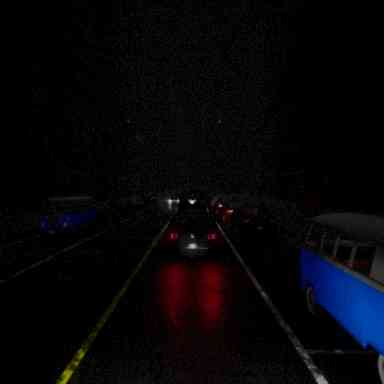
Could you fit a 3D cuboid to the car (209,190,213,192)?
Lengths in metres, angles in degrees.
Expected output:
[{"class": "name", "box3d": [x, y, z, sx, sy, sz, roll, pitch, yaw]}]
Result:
[{"class": "car", "box3d": [2.766, 0.808, 49.391, 1.887, 1.381, 4.507, 0, 1, 0]}]

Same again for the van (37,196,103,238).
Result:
[{"class": "van", "box3d": [-5.764, 1.104, 15.773, 1.690, 1.788, 3.998, 0, 1, 0]}]

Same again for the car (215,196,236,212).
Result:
[{"class": "car", "box3d": [2.763, 1.224, 21.386, 1.887, 1.381, 4.507, 0, 1, 0]}]

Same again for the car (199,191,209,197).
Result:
[{"class": "car", "box3d": [2.769, 0.401, 77.397, 2.008, 1.369, 4.403, 0, 1, 0]}]

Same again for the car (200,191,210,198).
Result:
[{"class": "car", "box3d": [2.768, 0.498, 71.796, 1.947, 1.339, 4.313, 0, 1, 0]}]

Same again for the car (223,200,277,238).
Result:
[{"class": "car", "box3d": [2.762, 1.307, 15.784, 1.887, 1.381, 4.507, 0, 1, 0]}]

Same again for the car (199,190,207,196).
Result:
[{"class": "car", "box3d": [2.769, 0.290, 83.168, 1.752, 1.417, 4.829, 0, 1, 0]}]

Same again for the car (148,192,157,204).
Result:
[{"class": "car", "box3d": [-5.761, 0.786, 43.783, 1.967, 1.590, 4.097, 0, 1, 0]}]

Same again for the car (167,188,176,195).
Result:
[{"class": "car", "box3d": [-5.756, -0.082, 94.195, 2.192, 1.841, 5.009, 0, 1, 0]}]

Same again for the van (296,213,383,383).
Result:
[{"class": "van", "box3d": [2.760, 1.271, 4.578, 1.690, 1.788, 3.998, 0, 1, 0]}]

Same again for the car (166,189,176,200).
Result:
[{"class": "car", "box3d": [-3.048, 0.631, 58.596, 1.837, 1.490, 4.892, 0, 1, 0]}]

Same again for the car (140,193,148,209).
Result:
[{"class": "car", "box3d": [-5.761, 1.040, 32.411, 1.752, 1.417, 4.829, 0, 1, 0]}]

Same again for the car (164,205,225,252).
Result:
[{"class": "car", "box3d": [0.040, 1.407, 12.839, 1.895, 1.301, 4.718, 0, 1, 0]}]

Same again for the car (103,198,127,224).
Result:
[{"class": "car", "box3d": [-5.763, 1.224, 21.378, 1.887, 1.381, 4.507, 0, 1, 0]}]

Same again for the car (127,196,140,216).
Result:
[{"class": "car", "box3d": [-5.762, 1.141, 26.979, 1.887, 1.381, 4.507, 0, 1, 0]}]

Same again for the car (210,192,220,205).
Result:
[{"class": "car", "box3d": [2.763, 1.036, 26.985, 1.967, 1.590, 4.097, 0, 1, 0]}]

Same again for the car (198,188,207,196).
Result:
[{"class": "car", "box3d": [2.769, 0.000, 88.597, 2.192, 1.841, 5.009, 0, 1, 0]}]

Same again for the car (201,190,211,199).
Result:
[{"class": "car", "box3d": [2.767, 0.455, 66.193, 1.967, 1.590, 4.097, 0, 1, 0]}]

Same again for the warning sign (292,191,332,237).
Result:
[{"class": "warning sign", "box3d": [5.073, 0.902, 14.192, 1.300, 1.860, 1.060, 0, 1, 0]}]

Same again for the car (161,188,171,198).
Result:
[{"class": "car", "box3d": [-5.757, 0.477, 71.791, 1.887, 1.381, 4.507, 0, 1, 0]}]

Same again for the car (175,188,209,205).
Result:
[{"class": "car", "box3d": [0.037, 0.814, 27.308, 2.150, 2.045, 5.566, 0, 1, 0]}]
